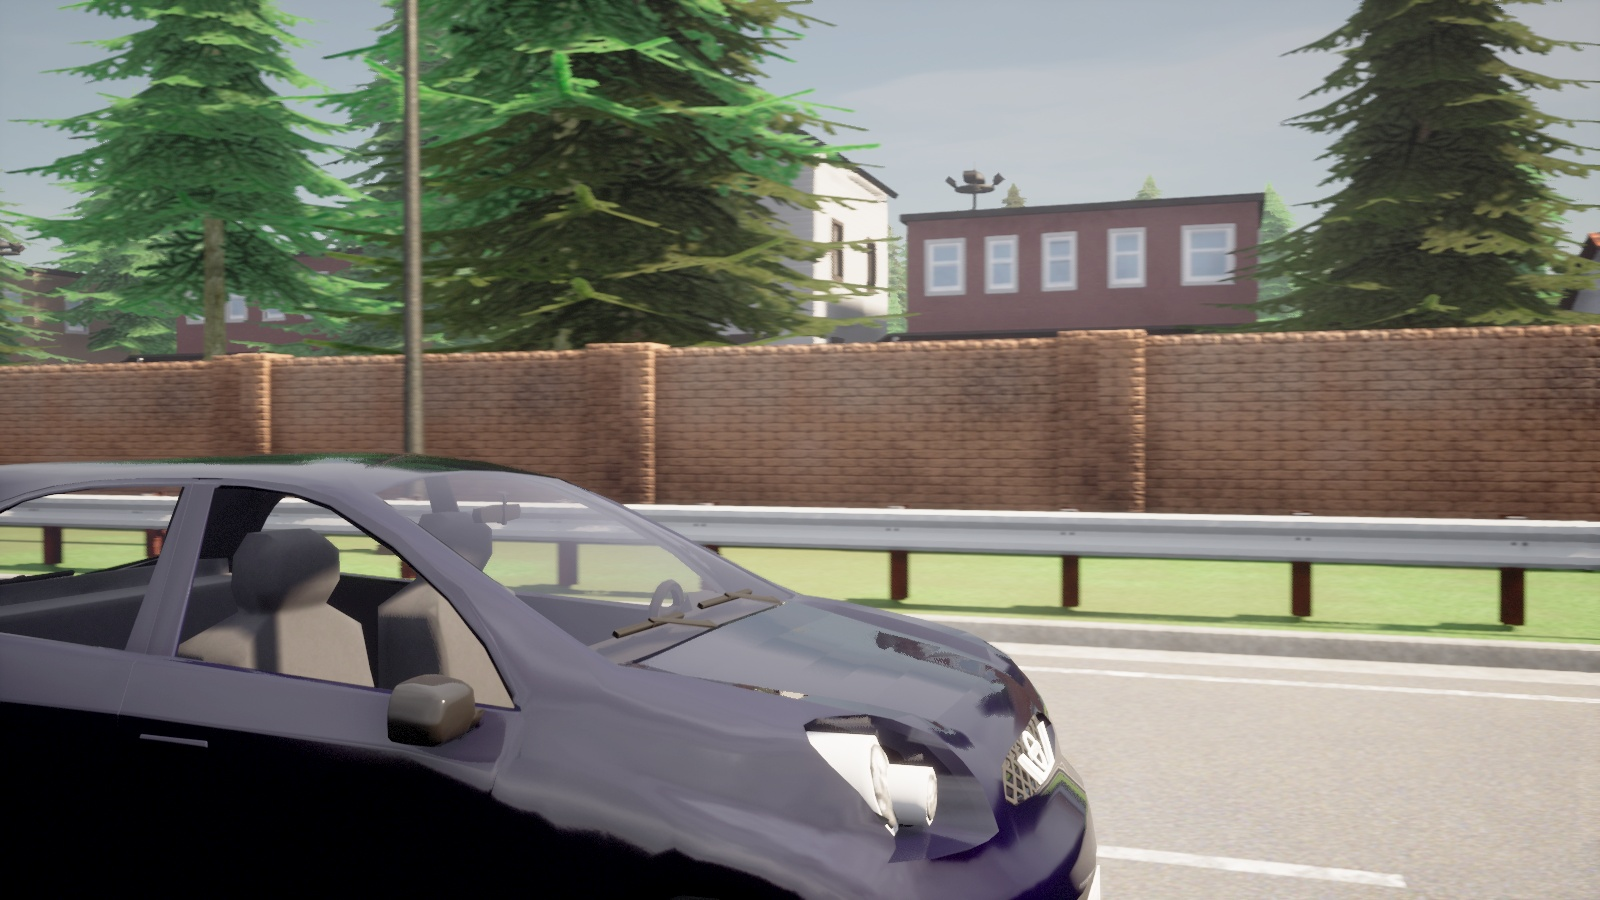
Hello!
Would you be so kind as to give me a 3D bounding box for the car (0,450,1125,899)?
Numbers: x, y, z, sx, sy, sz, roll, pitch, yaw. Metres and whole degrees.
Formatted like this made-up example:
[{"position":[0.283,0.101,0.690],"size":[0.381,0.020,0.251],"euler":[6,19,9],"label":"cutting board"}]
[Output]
[{"position":[-1.031,0.779,3.540],"size":[3.633,1.501,1.845],"euler":[1,1,19],"label":"car"}]
